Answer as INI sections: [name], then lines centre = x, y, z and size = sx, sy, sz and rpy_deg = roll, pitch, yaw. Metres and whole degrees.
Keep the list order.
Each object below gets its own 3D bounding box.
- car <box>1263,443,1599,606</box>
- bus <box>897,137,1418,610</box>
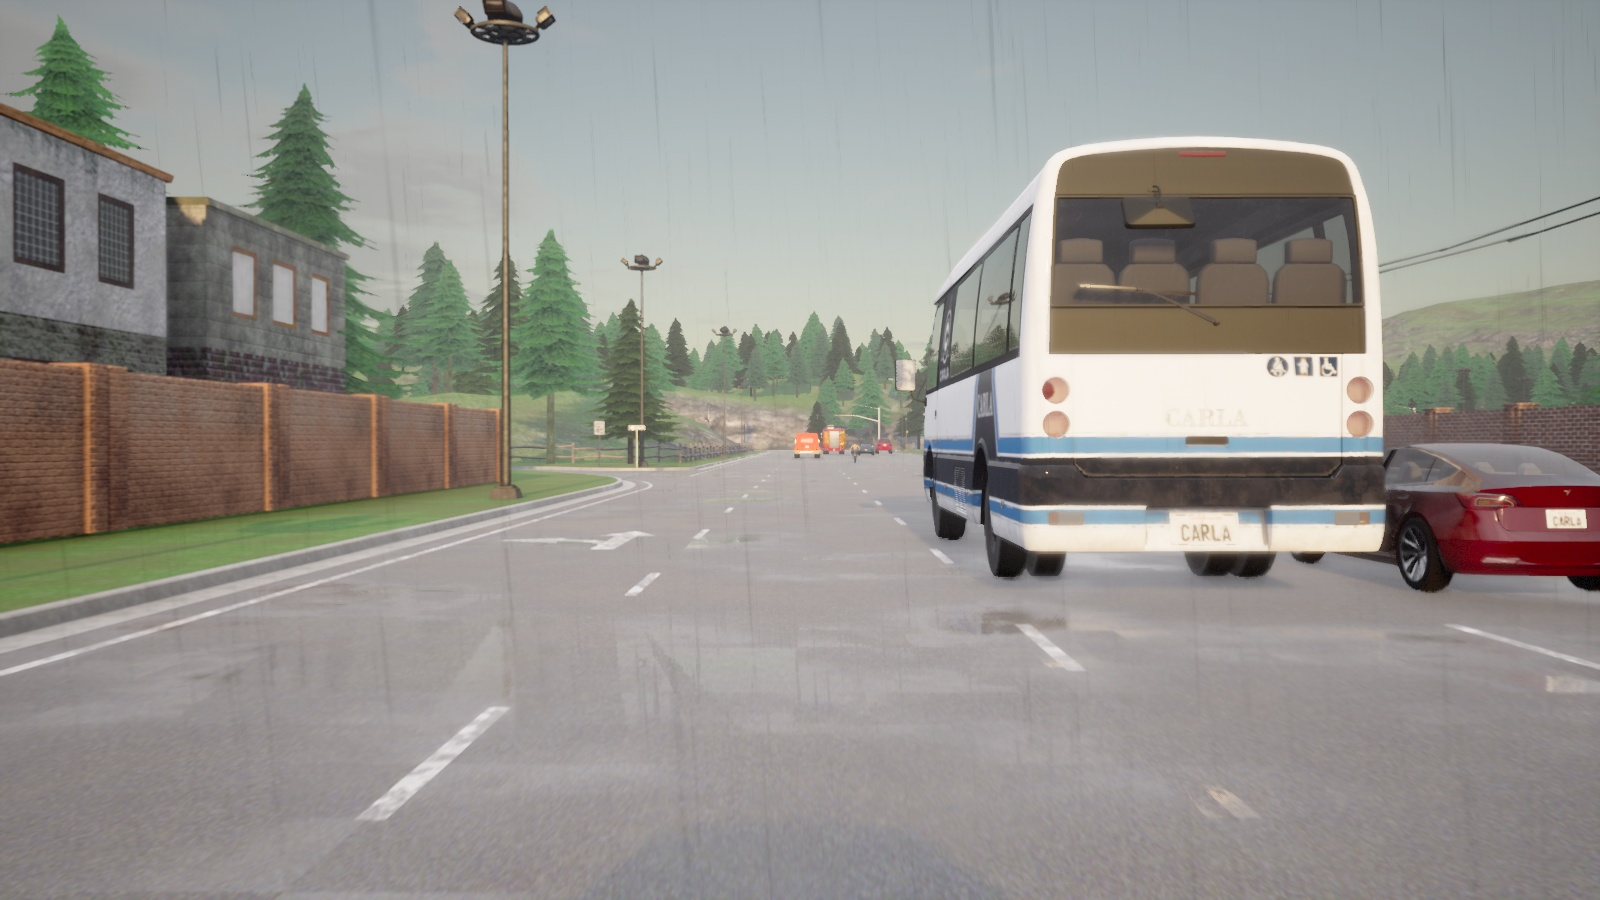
[car]
centre = 7.094, 0.674, 13.920
size = 2.163, 1.488, 4.792
rpy_deg = 0, 0, 0
[bus]
centre = 3.610, -0.720, 16.441
size = 3.944, 4.253, 10.273
rpy_deg = 0, 0, 0
